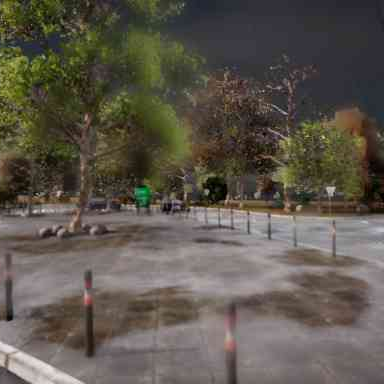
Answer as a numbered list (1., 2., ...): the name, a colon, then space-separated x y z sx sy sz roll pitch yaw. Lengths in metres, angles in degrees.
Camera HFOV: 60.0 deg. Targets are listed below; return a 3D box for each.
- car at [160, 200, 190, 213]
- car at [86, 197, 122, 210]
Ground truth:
1. car: -1.888 1.567 36.322 1.994 1.385 4.181 0 0 -30
2. car: -11.543 1.452 43.592 4.553 1.767 2.097 -1 0 -6
